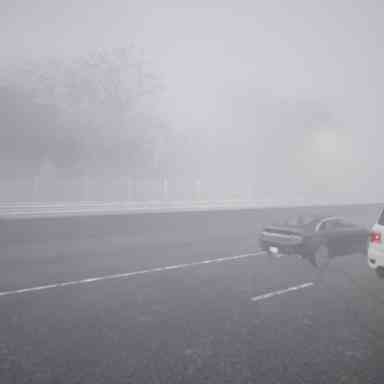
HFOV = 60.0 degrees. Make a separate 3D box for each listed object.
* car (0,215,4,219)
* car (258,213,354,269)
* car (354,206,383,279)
[{"bbox_3d":[-12.335,1.549,16.670,5.357,1.411,2.033,0,0,-35],"label":"car"},{"bbox_3d":[4.380,1.475,11.176,4.902,1.511,2.128,0,0,-36],"label":"car"},{"bbox_3d":[6.767,1.205,8.580,5.566,2.045,2.150,0,0,-35],"label":"car"}]
